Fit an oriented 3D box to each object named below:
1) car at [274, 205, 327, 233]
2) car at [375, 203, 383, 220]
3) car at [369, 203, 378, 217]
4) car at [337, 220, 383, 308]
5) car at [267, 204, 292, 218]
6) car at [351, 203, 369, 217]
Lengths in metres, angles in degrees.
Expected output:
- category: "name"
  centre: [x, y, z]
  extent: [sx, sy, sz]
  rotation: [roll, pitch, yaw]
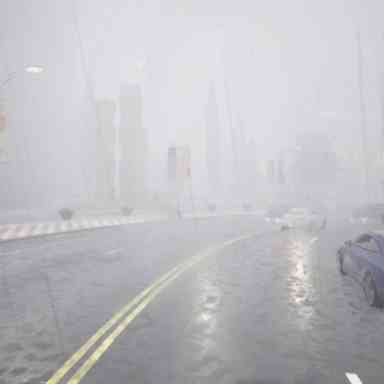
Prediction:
- category: "car"
  centre: [7.227, 1.766, 21.524]
  extent: [1.812, 1.442, 4.674]
  rotation: [0, -1, 37]
- category: "car"
  centre: [16.639, 1.839, 26.201]
  extent: [4.892, 1.490, 1.837]
  rotation: [1, -1, -39]
- category: "car"
  centre: [20.477, 1.965, 32.951]
  extent: [5.357, 1.411, 2.033]
  rotation: [1, -1, -26]
- category: "car"
  centre: [4.761, 1.625, 7.811]
  extent: [1.812, 1.442, 4.674]
  rotation: [0, -1, 13]
- category: "car"
  centre: [9.533, 1.932, 33.994]
  extent: [4.181, 1.385, 1.994]
  rotation: [1, -1, -39]
- category: "car"
  centre: [19.687, 1.951, 36.461]
  extent: [4.892, 1.490, 1.837]
  rotation: [1, -1, -25]
